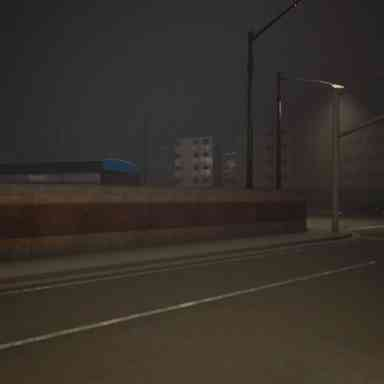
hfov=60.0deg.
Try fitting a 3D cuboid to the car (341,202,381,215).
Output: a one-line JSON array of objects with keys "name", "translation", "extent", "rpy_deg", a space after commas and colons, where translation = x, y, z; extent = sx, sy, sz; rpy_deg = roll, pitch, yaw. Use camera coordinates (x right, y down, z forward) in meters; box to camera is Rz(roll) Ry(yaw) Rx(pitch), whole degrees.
[{"name": "car", "translation": [20.005, 1.926, 39.513], "extent": [1.994, 1.385, 4.181], "rpy_deg": [1, 0, -35]}]
